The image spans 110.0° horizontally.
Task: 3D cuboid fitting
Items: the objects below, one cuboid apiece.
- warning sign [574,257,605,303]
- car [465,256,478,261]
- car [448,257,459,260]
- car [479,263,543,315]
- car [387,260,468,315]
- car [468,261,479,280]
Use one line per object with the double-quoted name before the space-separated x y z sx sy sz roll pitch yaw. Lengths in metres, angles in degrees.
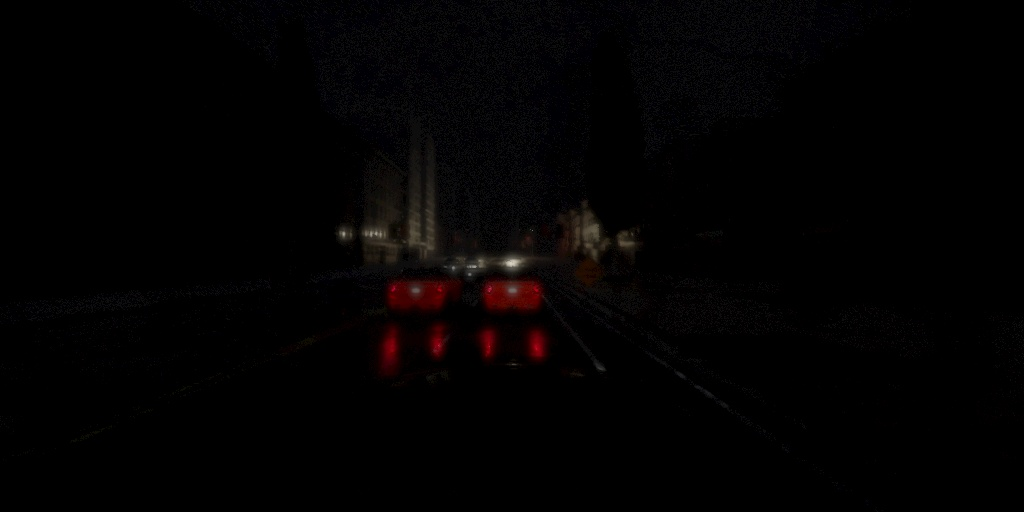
"warning sign" 3.220 0.948 14.863 1.300 1.860 1.060 0 0 0
"car" -6.587 0.801 58.567 2.128 1.511 4.902 0 1 0
"car" -9.827 0.857 58.565 2.033 1.411 5.357 0 1 1
"car" 0.041 1.179 14.156 2.097 1.767 4.553 0 0 0
"car" -3.209 1.179 14.158 2.097 1.767 4.553 0 0 0
"car" -3.214 1.355 29.358 1.994 1.385 4.181 0 1 1
